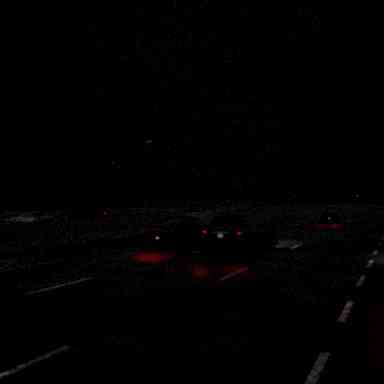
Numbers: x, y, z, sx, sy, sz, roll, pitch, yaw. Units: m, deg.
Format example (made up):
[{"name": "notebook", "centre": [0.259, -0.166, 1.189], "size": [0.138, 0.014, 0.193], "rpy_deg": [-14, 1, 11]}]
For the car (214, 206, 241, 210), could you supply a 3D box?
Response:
[{"name": "car", "centre": [5.528, 2.971, 53.384], "size": [2.097, 1.767, 4.553], "rpy_deg": [-2, -2, 32]}]

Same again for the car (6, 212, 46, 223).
[{"name": "car", "centre": [-15.792, 2.711, 32.726], "size": [1.812, 1.442, 4.674], "rpy_deg": [-2, -2, 32]}]

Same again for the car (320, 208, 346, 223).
[{"name": "car", "centre": [14.853, 2.446, 35.054], "size": [1.812, 1.442, 4.674], "rpy_deg": [-2, -2, 32]}]

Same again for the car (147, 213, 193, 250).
[{"name": "car", "centre": [-0.285, 2.042, 17.588], "size": [1.882, 1.535, 5.008], "rpy_deg": [-2, -2, 32]}]

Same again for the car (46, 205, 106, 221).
[{"name": "car", "centre": [-11.236, 2.376, 33.407], "size": [2.150, 2.045, 5.566], "rpy_deg": [-2, -2, 32]}]

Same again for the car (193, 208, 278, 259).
[{"name": "car", "centre": [2.271, 1.813, 15.089], "size": [2.097, 1.767, 4.553], "rpy_deg": [-2, -2, 32]}]

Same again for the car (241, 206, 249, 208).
[{"name": "car", "centre": [10.659, 3.673, 67.918], "size": [1.812, 1.442, 4.674], "rpy_deg": [-2, -3, 32]}]

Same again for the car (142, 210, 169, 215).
[{"name": "car", "centre": [-3.669, 2.514, 32.275], "size": [1.882, 1.535, 5.008], "rpy_deg": [-2, -2, 32]}]

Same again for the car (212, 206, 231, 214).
[{"name": "car", "centre": [6.049, 3.638, 67.181], "size": [1.837, 1.490, 4.892], "rpy_deg": [-2, -3, 32]}]
